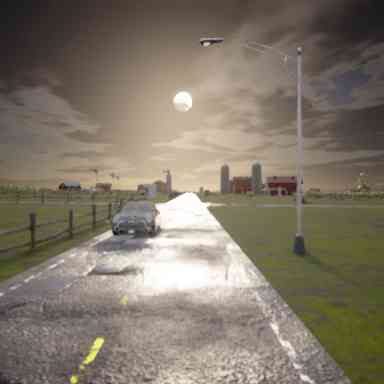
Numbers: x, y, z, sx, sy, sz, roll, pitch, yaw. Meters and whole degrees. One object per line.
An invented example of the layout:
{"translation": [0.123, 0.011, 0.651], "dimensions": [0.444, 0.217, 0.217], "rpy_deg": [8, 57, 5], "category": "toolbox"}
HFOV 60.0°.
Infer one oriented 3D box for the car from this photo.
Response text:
{"translation": [-2.858, 1.274, 17.944], "dimensions": [2.097, 1.767, 4.553], "rpy_deg": [0, 0, 0], "category": "car"}
